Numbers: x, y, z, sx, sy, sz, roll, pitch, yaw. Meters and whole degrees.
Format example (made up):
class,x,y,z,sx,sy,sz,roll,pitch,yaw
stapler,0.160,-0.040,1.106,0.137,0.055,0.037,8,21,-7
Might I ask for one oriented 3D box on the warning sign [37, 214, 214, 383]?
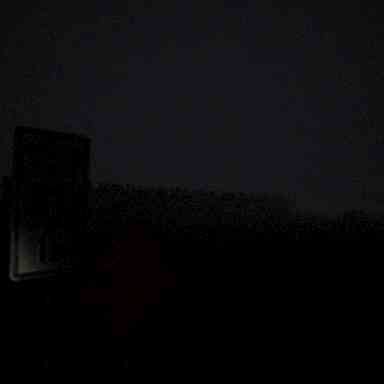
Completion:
class,x,y,z,sx,sy,sz,roll,pitch,yaw
warning sign,-0.645,1.186,3.344,1.060,1.860,1.300,1,-2,45
